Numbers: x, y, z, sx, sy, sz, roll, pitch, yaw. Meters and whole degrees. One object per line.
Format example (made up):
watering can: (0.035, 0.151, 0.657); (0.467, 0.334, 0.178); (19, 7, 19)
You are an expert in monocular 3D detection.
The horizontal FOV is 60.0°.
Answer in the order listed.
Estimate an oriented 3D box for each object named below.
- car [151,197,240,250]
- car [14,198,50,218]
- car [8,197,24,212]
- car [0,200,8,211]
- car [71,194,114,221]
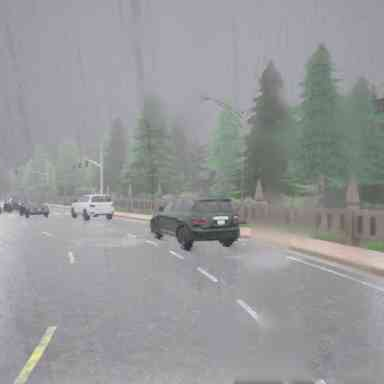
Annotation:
car: (-0.068, 1.221, 14.711); (2.150, 2.045, 5.566); (0, 0, -25)
car: (-14.532, 1.547, 30.483); (2.033, 1.411, 5.357); (0, 0, -36)
car: (-20.113, 1.352, 38.187); (2.097, 1.767, 4.553); (0, 0, -36)
car: (-17.251, 1.179, 28.066); (2.128, 1.511, 4.902); (0, 0, -36)
car: (-8.374, 1.221, 27.773); (2.150, 2.045, 5.566); (0, 0, -35)
